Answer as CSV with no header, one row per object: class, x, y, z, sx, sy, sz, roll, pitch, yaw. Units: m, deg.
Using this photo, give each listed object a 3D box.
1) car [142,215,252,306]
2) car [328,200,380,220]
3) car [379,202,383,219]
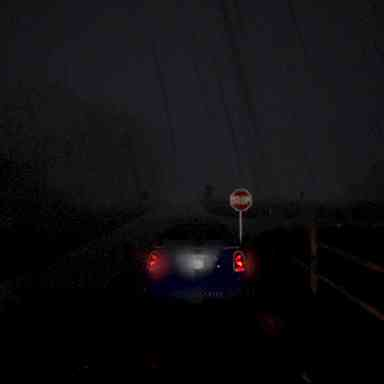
car,0.084,1.344,8.191,2.097,1.767,4.553,0,0,0
car,13.013,1.400,25.389,5.008,1.535,1.882,0,0,-2
car,15.823,1.492,22.631,4.718,1.301,1.895,0,0,0
